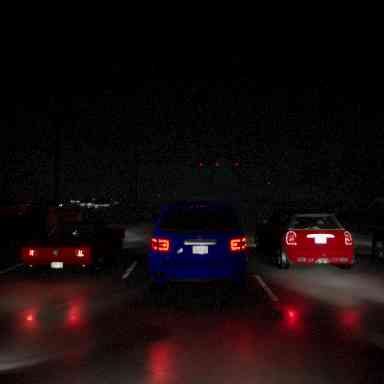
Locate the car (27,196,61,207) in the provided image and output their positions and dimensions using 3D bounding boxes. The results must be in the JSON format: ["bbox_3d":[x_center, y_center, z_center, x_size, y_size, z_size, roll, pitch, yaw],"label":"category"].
[{"bbox_3d":[-17.945,1.463,40.021,1.895,1.301,4.718,0,0,-1],"label":"car"}]

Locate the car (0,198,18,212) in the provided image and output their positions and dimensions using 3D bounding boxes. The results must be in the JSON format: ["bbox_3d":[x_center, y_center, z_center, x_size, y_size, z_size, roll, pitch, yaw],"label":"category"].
[{"bbox_3d":[-21.414,1.404,36.959,1.812,1.442,4.674,0,0,-1],"label":"car"}]

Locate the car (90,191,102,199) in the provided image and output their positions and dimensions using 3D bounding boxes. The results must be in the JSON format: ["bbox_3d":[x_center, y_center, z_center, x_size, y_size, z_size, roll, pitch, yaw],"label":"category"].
[{"bbox_3d":[-25.780,0.815,89.189,2.150,2.045,5.566,0,0,-7],"label":"car"}]

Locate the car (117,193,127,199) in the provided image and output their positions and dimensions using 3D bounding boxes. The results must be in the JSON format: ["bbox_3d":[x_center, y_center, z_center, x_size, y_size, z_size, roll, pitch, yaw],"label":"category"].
[{"bbox_3d":[-18.688,1.117,88.596,1.812,1.442,4.674,0,0,-3],"label":"car"}]

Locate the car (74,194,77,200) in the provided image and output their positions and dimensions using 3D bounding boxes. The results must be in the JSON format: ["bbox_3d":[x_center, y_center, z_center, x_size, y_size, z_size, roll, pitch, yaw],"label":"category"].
[{"bbox_3d":[-25.200,1.213,73.971,2.033,1.411,5.357,0,0,-1],"label":"car"}]

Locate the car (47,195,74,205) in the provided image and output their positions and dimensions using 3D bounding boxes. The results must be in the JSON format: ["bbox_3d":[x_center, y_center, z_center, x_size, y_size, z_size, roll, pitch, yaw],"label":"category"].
[{"bbox_3d":[-21.577,1.343,54.699,1.994,1.385,4.181,0,0,0],"label":"car"}]

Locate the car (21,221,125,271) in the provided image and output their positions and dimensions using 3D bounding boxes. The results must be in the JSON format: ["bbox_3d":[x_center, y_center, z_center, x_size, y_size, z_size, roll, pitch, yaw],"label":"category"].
[{"bbox_3d":[-3.476,1.590,10.790,1.895,1.301,4.718,0,0,0],"label":"car"}]

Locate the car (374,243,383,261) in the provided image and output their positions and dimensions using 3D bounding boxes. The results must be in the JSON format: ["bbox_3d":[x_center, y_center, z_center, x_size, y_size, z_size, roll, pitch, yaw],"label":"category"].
[{"bbox_3d":[3.596,1.491,2.104,2.128,1.511,4.902,0,0,0],"label":"car"}]

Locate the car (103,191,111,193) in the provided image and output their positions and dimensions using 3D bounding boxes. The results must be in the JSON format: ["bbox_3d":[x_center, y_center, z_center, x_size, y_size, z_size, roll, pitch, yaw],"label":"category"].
[{"bbox_3d":[-18.201,1.198,74.110,2.128,1.511,4.902,0,0,-1],"label":"car"}]

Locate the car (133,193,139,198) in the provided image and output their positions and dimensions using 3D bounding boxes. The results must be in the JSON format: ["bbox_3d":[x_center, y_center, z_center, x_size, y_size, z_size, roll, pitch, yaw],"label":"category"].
[{"bbox_3d":[-14.786,1.173,81.398,2.033,1.411,5.357,0,0,-1],"label":"car"}]

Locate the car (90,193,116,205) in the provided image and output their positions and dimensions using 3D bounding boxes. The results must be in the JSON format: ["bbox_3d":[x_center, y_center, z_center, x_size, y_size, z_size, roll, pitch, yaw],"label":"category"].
[{"bbox_3d":[-14.593,1.325,55.038,2.033,1.411,5.357,0,0,0],"label":"car"}]

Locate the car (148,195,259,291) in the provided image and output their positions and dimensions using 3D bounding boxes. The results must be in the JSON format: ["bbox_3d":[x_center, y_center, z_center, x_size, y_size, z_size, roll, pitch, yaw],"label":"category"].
[{"bbox_3d":[0.053,1.213,9.150,2.150,2.045,5.566,0,0,-2],"label":"car"}]

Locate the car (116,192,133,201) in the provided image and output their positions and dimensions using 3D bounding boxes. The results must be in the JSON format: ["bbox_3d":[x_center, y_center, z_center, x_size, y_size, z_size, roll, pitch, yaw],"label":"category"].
[{"bbox_3d":[-14.664,0.917,70.644,2.150,2.045,5.566,0,0,-1],"label":"car"}]

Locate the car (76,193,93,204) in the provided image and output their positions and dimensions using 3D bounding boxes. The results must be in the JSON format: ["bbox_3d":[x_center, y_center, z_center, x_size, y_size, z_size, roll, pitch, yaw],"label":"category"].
[{"bbox_3d":[-18.104,1.304,58.836,2.033,1.411,5.357,0,0,0],"label":"car"}]

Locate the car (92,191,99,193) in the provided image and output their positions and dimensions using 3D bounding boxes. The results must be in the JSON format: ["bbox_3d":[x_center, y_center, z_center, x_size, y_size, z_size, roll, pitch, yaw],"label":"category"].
[{"bbox_3d":[-21.657,1.051,69.902,2.097,1.767,4.553,0,0,-1],"label":"car"}]

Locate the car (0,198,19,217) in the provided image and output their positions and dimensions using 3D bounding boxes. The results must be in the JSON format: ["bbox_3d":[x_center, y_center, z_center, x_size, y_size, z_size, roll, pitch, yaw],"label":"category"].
[{"bbox_3d":[-14.273,1.302,23.624,2.097,1.767,4.553,0,0,-1],"label":"car"}]

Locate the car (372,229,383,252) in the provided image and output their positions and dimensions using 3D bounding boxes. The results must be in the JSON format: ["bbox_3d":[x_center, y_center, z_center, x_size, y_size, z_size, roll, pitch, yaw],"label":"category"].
[{"bbox_3d":[7.029,1.482,9.346,2.128,1.511,4.902,0,0,0],"label":"car"}]

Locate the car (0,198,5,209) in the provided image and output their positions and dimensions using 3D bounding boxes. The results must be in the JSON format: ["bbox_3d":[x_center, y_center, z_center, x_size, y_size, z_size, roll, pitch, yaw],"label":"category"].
[{"bbox_3d":[-24.947,1.461,40.258,1.895,1.301,4.718,0,0,-1],"label":"car"}]

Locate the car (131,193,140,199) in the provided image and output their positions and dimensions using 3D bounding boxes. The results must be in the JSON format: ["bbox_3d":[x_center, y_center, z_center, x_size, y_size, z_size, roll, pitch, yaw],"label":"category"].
[{"bbox_3d":[-15.554,1.116,91.723,2.033,1.411,5.357,0,0,-7],"label":"car"}]

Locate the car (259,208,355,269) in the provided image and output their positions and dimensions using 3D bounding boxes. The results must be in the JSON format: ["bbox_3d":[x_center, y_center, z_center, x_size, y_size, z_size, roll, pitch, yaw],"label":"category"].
[{"bbox_3d":[3.519,1.341,11.247,2.097,1.767,4.553,0,0,0],"label":"car"}]
